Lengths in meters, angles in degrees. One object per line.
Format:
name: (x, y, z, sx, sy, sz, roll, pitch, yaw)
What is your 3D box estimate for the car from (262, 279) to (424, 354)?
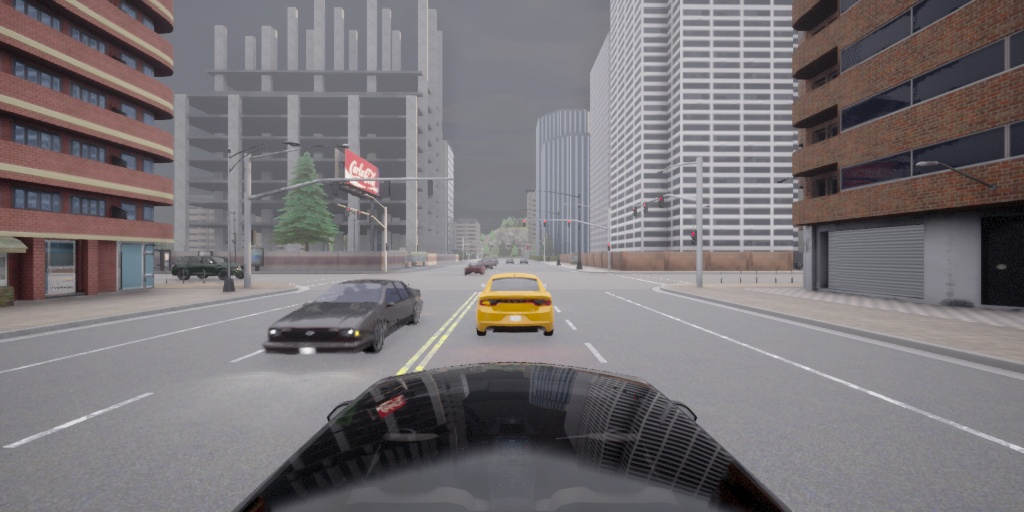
car: (-3.634, 1.297, 9.016, 2.033, 1.411, 5.357, 0, 0, 0)

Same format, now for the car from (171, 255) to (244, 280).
car: (-25.310, 0.972, 30.256, 5.566, 2.045, 2.150, 0, 0, -1)

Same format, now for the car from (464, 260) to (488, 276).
car: (-3.791, 1.351, 36.953, 1.895, 1.301, 4.718, 0, 0, 0)

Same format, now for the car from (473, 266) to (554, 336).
car: (0.063, 1.228, 10.429, 1.882, 1.535, 5.008, 0, 0, 0)

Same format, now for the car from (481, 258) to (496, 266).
car: (-3.875, 1.103, 52.922, 2.097, 1.767, 4.553, 0, 0, 0)
